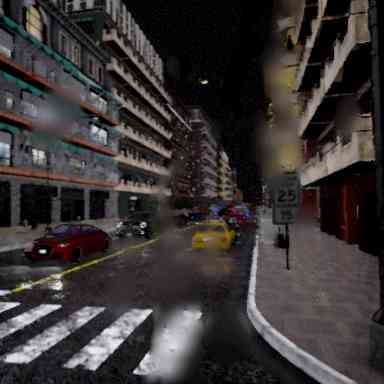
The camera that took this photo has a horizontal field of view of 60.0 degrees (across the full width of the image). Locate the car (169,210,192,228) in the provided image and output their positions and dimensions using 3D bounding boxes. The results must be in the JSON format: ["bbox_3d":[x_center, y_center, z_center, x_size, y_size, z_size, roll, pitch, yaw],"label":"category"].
[{"bbox_3d":[-1.621,2.607,31.489,1.994,1.385,4.181,-1,-2,12],"label":"car"}]

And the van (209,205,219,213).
[{"bbox_3d":[5.236,3.892,78.285,1.690,1.788,3.998,-1,-2,11],"label":"van"}]

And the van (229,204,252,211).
[{"bbox_3d":[5.564,2.507,37.800,1.690,1.788,3.998,-1,-2,11],"label":"van"}]

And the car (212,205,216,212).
[{"bbox_3d":[2.985,3.748,67.185,2.008,1.369,4.403,-1,-2,11],"label":"car"}]

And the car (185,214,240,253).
[{"bbox_3d":[1.139,2.017,15.996,1.752,1.417,4.829,-1,-2,11],"label":"car"}]

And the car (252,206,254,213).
[{"bbox_3d":[6.691,2.890,43.339,2.008,1.369,4.403,-1,-2,11],"label":"car"}]

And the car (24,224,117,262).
[{"bbox_3d":[-5.131,2.076,14.245,1.994,1.385,4.181,-1,-2,12],"label":"car"}]

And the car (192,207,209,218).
[{"bbox_3d":[0.409,2.913,41.326,1.994,1.385,4.181,-1,-2,12],"label":"car"}]

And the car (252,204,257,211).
[{"bbox_3d":[12.322,3.531,71.078,2.192,1.841,5.009,-1,-2,11],"label":"car"}]

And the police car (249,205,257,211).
[{"bbox_3d":[16.108,4.187,88.198,1.930,1.638,5.238,-1,-2,11],"label":"police car"}]

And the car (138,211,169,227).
[{"bbox_3d":[-3.807,2.672,33.743,1.752,1.417,4.829,-1,-2,11],"label":"car"}]

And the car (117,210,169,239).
[{"bbox_3d":[-3.424,2.123,22.675,2.097,1.767,4.553,-1,-2,12],"label":"car"}]

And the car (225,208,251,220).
[{"bbox_3d":[4.439,2.538,32.246,1.887,1.381,4.507,-1,-2,11],"label":"car"}]

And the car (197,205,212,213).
[{"bbox_3d":[1.857,3.337,61.648,2.192,1.841,5.009,-1,-2,11],"label":"car"}]

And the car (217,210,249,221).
[{"bbox_3d":[3.313,2.366,26.700,1.887,1.381,4.507,-1,-2,11],"label":"car"}]

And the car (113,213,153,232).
[{"bbox_3d":[-4.899,2.524,28.363,1.887,1.381,4.507,-1,-2,11],"label":"car"}]

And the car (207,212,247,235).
[{"bbox_3d":[2.186,2.201,21.153,2.008,1.369,4.403,-1,-2,11],"label":"car"}]

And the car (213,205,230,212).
[{"bbox_3d":[4.498,2.948,45.587,1.837,1.490,4.892,-1,-2,11],"label":"car"}]
